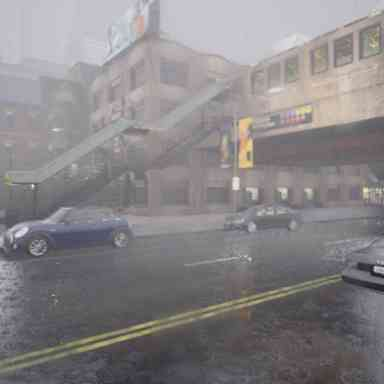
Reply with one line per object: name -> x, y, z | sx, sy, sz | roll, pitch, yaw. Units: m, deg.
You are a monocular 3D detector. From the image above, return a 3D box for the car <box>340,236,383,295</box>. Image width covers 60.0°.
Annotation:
car -> 5.696, 1.553, 7.853 | 5.357, 1.411, 2.033 | 0, 0, -35

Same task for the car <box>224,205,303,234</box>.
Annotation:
car -> 4.140, 1.489, 19.113 | 4.892, 1.521, 2.231 | 0, 0, -26

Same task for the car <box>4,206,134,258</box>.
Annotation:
car -> -4.652, 1.356, 12.884 | 4.553, 1.767, 2.185 | 0, 0, -36
